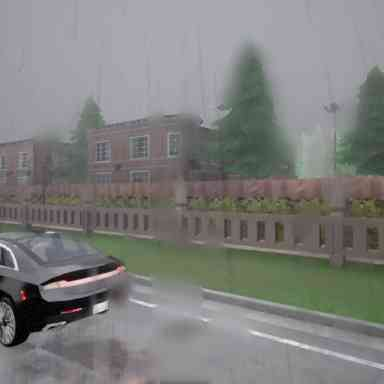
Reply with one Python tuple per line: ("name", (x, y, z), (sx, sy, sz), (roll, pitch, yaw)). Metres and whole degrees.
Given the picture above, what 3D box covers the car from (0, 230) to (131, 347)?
("car", (-3.318, 1.492, 6.340), (4.902, 1.511, 2.128), (0, 0, 36))
